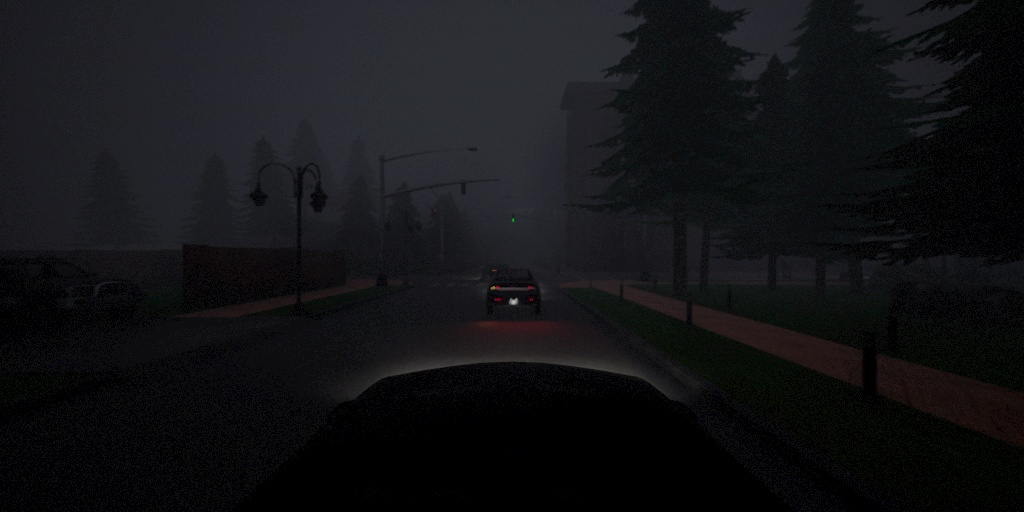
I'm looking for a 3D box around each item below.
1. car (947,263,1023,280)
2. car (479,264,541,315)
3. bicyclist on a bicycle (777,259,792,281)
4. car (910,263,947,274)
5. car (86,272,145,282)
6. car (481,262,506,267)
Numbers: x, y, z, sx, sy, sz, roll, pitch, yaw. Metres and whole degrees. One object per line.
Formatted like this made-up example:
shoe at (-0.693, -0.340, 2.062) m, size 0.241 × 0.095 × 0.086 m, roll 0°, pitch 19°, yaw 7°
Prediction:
car at (40.158, 1.275, 30.017) m, size 4.674 × 1.442 × 1.812 m, roll 0°, pitch 0°, yaw 1°
car at (0.064, 1.233, 13.598) m, size 2.128 × 1.511 × 4.902 m, roll 0°, pitch 0°, yaw 0°
bicyclist on a bicycle at (20.101, 1.051, 26.550) m, size 0.582 × 1.620 × 1.656 m, roll 0°, pitch 0°, yaw 1°
car at (37.572, 1.348, 33.639) m, size 4.718 × 1.301 × 1.895 m, roll 0°, pitch 0°, yaw 2°
car at (-33.810, 1.271, 31.461) m, size 4.674 × 1.442 × 1.812 m, roll 0°, pitch 0°, yaw 1°
car at (-1.382, 1.248, 29.092) m, size 1.837 × 1.490 × 4.892 m, roll 1°, pitch 0°, yaw -16°
